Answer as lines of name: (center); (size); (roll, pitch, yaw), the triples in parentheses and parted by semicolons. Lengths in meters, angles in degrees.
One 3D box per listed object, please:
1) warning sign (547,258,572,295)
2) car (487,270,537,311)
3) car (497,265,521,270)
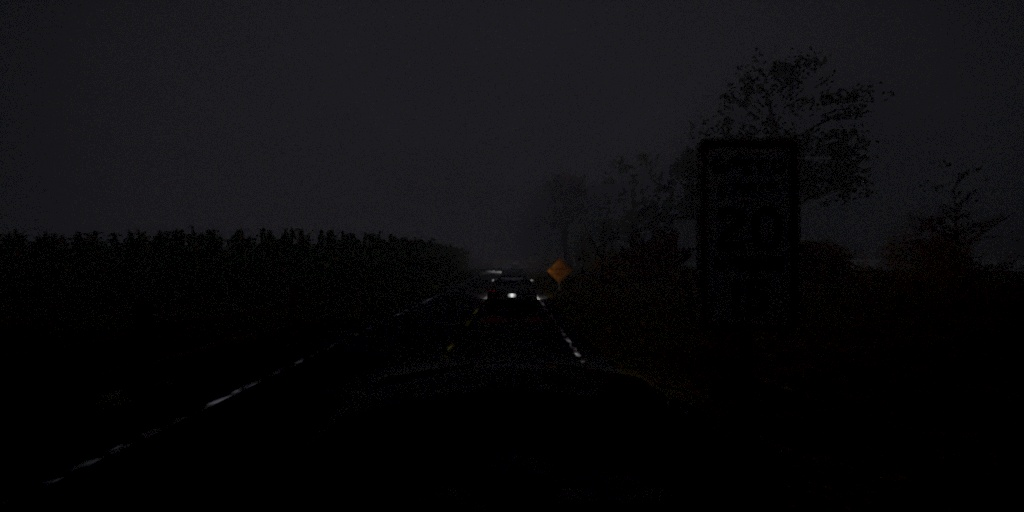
warning sign: (2.449, 1.046, 18.613); (1.300, 1.860, 1.060); (0, 0, 0)
car: (0.020, 1.460, 15.413); (1.994, 1.385, 4.181); (0, -1, 1)
car: (0.013, 1.662, 30.089); (1.895, 1.301, 4.718); (0, -1, 0)
